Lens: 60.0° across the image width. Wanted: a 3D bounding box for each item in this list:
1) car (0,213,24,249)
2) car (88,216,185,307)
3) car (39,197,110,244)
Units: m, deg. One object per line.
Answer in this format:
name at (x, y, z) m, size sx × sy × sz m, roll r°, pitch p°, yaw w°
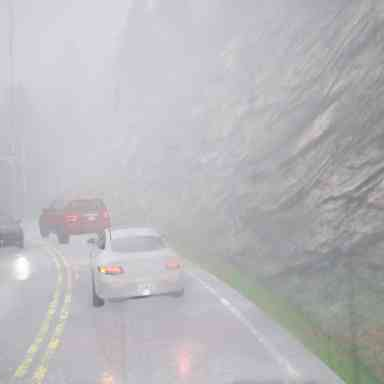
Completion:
car at (-8.885, 1.701, 14.898) m, size 1.882 × 1.535 × 5.008 m, roll -3°, pitch 1°, yaw -36°
car at (-1.498, 1.530, 8.079) m, size 1.812 × 1.442 × 4.674 m, roll -1°, pitch 0°, yaw -17°
car at (-6.014, 1.295, 16.710) m, size 2.150 × 2.045 × 5.566 m, roll -3°, pitch 1°, yaw -37°
